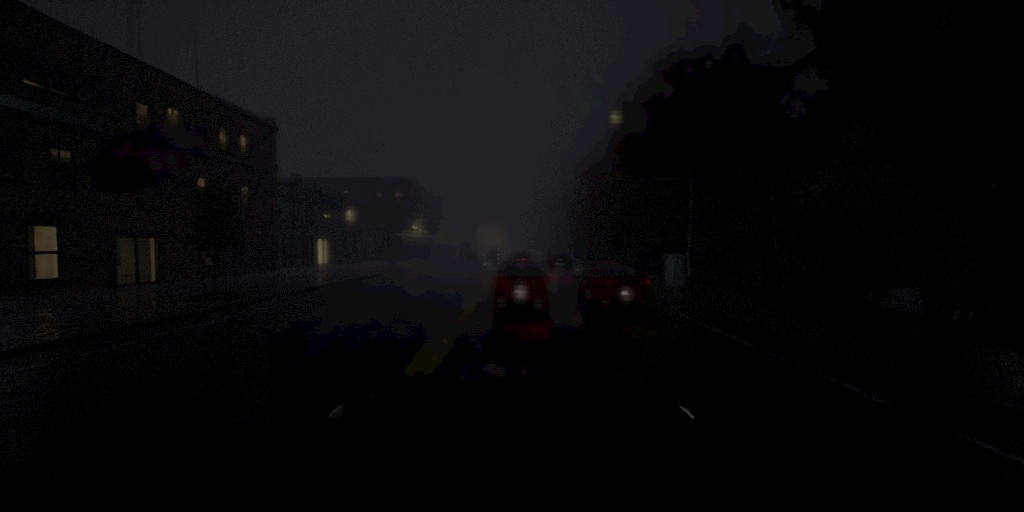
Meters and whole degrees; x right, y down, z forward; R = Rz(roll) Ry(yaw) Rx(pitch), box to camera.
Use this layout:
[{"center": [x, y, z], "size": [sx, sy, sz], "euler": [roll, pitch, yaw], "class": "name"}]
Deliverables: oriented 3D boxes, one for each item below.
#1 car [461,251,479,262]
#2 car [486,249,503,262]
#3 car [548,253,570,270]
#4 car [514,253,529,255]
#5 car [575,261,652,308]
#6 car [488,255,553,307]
[{"center": [-5.483, 0.091, 47.202], "size": [1.994, 1.385, 4.181], "euler": [0, 2, 2], "class": "car"}, {"center": [-2.238, -0.107, 46.959], "size": [2.097, 1.767, 4.553], "euler": [0, 2, 2], "class": "car"}, {"center": [4.063, 0.447, 32.060], "size": [2.128, 1.511, 4.902], "euler": [0, 2, 2], "class": "car"}, {"center": [0.822, 0.442, 32.398], "size": [1.837, 1.490, 4.892], "euler": [0, 1, 2], "class": "car"}, {"center": [3.584, 0.926, 13.444], "size": [1.882, 1.535, 5.008], "euler": [0, 2, 2], "class": "car"}, {"center": [0.336, 0.912, 13.629], "size": [1.882, 1.535, 5.008], "euler": [0, 2, 2], "class": "car"}]
